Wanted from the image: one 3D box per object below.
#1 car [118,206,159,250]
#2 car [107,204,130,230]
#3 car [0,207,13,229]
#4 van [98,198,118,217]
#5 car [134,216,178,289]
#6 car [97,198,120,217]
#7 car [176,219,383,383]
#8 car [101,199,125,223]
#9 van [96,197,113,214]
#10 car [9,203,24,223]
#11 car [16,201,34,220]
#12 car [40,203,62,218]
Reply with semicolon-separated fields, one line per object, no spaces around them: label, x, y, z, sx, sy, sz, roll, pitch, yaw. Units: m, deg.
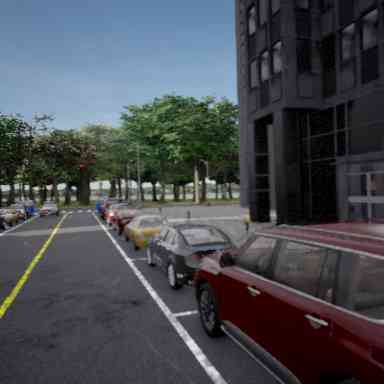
car;-1.909;1.549;14.374;1.752;1.417;4.829;-2;0;-19
car;-3.596;1.612;19.364;1.887;1.381;4.507;-2;0;-19
car;-13.408;1.949;21.783;1.947;1.339;4.313;-2;0;-19
van;-8.829;1.543;34.816;1.690;1.788;3.998;-2;0;-19
car;-0.111;1.530;9.062;2.008;1.369;4.403;-2;0;-19
car;-7.088;1.471;29.665;2.192;1.841;5.009;-2;0;-19
car;1.622;1.251;3.911;2.192;1.841;5.009;-2;0;-19
car;-5.342;1.551;24.514;1.967;1.590;4.097;-2;0;-19
van;-10.571;1.588;39.967;1.690;1.788;3.998;-2;0;-19
car;-15.097;1.952;26.773;1.752;1.417;4.829;-2;0;-19
car;-16.897;1.914;32.084;1.967;1.590;4.097;-2;0;-19
car;-15.474;1.942;36.509;1.812;1.442;4.674;-2;0;-19
